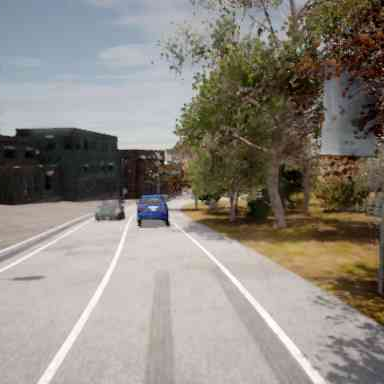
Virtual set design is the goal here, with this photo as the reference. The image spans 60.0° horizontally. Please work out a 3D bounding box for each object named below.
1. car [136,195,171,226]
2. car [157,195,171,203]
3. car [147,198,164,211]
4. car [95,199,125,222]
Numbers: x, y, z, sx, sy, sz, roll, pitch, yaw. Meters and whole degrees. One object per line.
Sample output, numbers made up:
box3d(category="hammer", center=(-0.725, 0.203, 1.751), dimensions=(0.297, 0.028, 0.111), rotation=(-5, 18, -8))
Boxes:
box3d(category="car", center=(-2.894, 1.254, 24.382), dimensions=(2.150, 2.045, 5.566), rotation=(-1, 0, -8))
box3d(category="car", center=(-5.806, 1.388, 69.848), dimensions=(1.837, 1.490, 4.892), rotation=(1, 0, 9))
box3d(category="car", center=(-4.614, 1.517, 42.707), dimensions=(1.837, 1.490, 4.892), rotation=(-1, 0, -2))
box3d(category="car", center=(-6.793, 1.447, 27.852), dimensions=(2.097, 1.767, 4.553), rotation=(-1, 0, -7))
